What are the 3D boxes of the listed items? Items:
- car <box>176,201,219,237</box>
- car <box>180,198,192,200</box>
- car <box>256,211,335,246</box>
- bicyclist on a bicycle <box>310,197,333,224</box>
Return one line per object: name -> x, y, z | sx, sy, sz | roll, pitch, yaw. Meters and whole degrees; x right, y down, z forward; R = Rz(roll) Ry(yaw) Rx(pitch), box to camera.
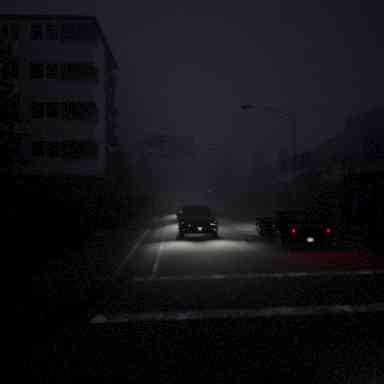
car -> 0.256, 1.431, 17.575 | 1.837, 1.490, 4.892 | -1, 0, -3
car -> -0.603, 1.460, 37.216 | 2.128, 1.511, 4.902 | -1, 0, -2
car -> 4.219, 1.471, 14.501 | 1.895, 1.301, 4.718 | -1, 0, -4
bicyclist on a bicycle -> 7.637, 1.136, 19.897 | 1.656, 1.620, 0.582 | -1, 0, -3
